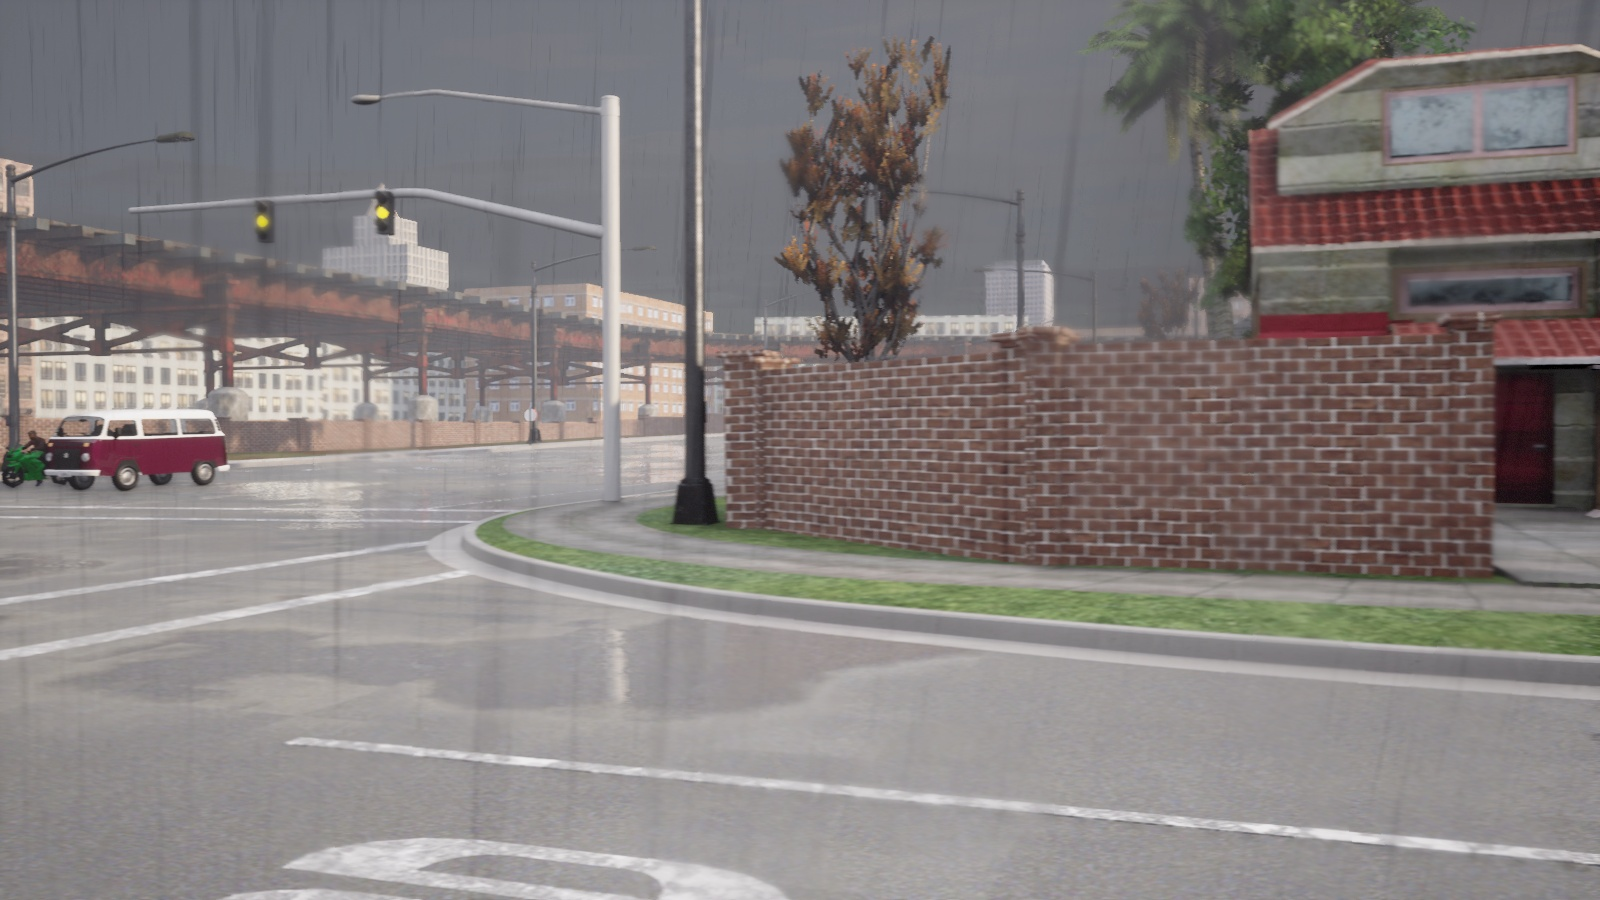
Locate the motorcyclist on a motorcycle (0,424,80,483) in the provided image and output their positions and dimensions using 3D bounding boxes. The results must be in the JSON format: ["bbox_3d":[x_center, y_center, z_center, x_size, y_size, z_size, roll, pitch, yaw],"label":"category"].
[{"bbox_3d":[-20.520,0.068,33.681,0.797,1.523,2.044,1,2,20],"label":"motorcyclist on a motorcycle"}]

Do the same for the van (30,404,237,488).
[{"bbox_3d":[-17.174,-0.166,32.635,2.069,2.038,4.480,1,2,20],"label":"van"}]
